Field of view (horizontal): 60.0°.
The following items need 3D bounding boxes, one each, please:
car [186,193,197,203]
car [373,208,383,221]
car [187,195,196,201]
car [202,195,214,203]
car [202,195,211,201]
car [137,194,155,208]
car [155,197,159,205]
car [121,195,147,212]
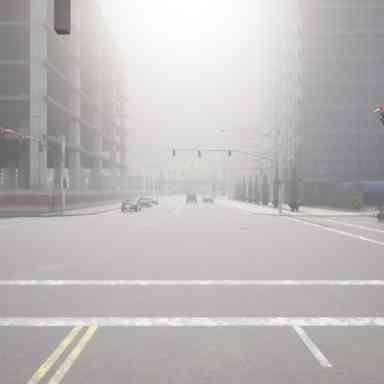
[{"bbox_3d":[-0.085,1.251,69.330,2.150,2.045,5.566,0,0,0],"label":"car"},{"bbox_3d":[16.338,1.502,25.149,4.902,1.511,2.128,0,0,0],"label":"car"},{"bbox_3d":[-0.098,1.470,79.952,2.033,1.411,5.357,0,0,0],"label":"car"},{"bbox_3d":[3.414,1.553,69.914,1.812,1.442,4.674,0,0,0],"label":"car"},{"bbox_3d":[3.402,1.431,79.957,1.837,1.490,4.892,0,0,0],"label":"car"},{"bbox_3d":[-7.143,1.526,50.000,1.837,1.490,4.892,0,0,0],"label":"car"},{"bbox_3d":[-7.141,1.590,59.992,1.994,1.385,4.181,0,0,1],"label":"car"},{"bbox_3d":[-7.136,1.509,39.592,2.128,1.511,4.902,0,0,0],"label":"car"}]
